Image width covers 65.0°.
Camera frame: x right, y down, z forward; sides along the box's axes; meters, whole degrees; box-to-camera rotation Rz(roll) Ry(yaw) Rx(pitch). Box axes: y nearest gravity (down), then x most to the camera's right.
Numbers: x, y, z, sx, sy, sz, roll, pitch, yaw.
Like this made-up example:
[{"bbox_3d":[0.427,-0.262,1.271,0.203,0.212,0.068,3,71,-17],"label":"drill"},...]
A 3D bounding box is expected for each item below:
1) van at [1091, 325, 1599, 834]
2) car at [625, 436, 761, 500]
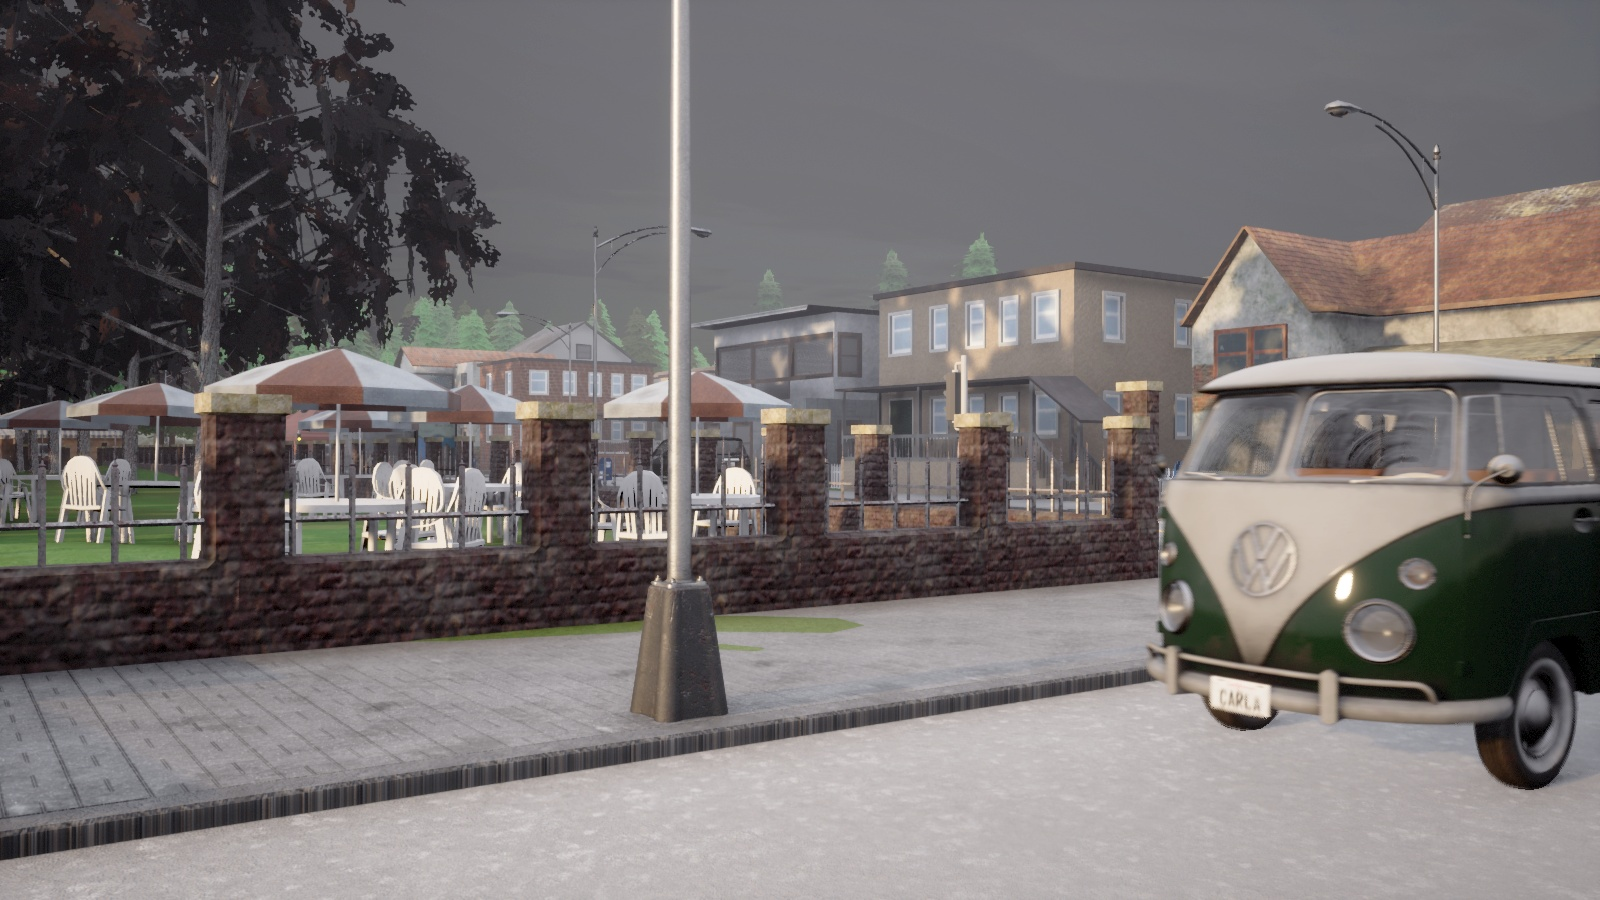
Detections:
[{"bbox_3d":[3.795,0.506,6.914,4.442,1.987,1.775,0,0,-36],"label":"van"},{"bbox_3d":[-3.768,0.577,43.111,2.150,2.045,5.566,0,0,-35],"label":"car"}]
